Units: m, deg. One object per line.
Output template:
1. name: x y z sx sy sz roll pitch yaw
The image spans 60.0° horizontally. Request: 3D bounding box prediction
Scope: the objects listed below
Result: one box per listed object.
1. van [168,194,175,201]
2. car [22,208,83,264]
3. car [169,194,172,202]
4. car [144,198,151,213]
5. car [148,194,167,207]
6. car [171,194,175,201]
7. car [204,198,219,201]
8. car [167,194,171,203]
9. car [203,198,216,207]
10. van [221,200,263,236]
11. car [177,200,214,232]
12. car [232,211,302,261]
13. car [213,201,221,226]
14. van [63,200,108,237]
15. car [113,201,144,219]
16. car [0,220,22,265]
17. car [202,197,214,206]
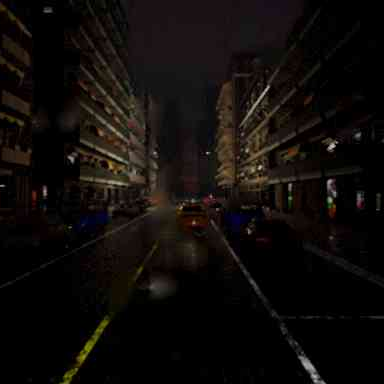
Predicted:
1. van: -5.670 1.461 91.700 1.690 1.788 3.998 0 0 0
2. car: -5.683 1.520 11.869 1.752 1.417 4.829 0 0 0
3. car: -5.674 1.638 68.938 1.802 1.307 4.206 0 0 0
4. car: -5.680 1.588 34.799 1.802 1.307 4.206 0 0 0
5. car: -5.676 1.340 51.868 2.192 1.841 5.009 0 0 0
6. car: -5.672 1.402 80.318 2.192 1.841 5.009 0 0 0
7. car: 2.702 1.594 40.484 1.802 1.307 4.206 0 0 0
8. car: -5.675 1.609 63.249 1.947 1.339 4.313 0 0 0
9. car: 2.704 1.607 51.865 1.802 1.307 4.206 0 0 0
10. van: 2.699 1.336 17.723 1.690 1.788 3.998 0 0 0
11. car: 0.105 1.474 20.099 1.882 1.535 5.008 0 0 0
12. car: 2.697 1.577 12.035 1.802 1.307 4.206 0 0 0
13. car: 2.699 1.542 23.414 1.887 1.381 4.507 0 0 0
14. van: -5.680 1.336 17.726 1.690 1.788 3.998 0 0 0
15. car: -5.680 1.526 28.937 1.752 1.417 4.829 0 0 0
16. car: -5.683 1.311 6.347 2.192 1.841 5.009 0 0 0
17. car: 2.704 1.615 57.555 1.802 1.307 4.206 0 0 0
